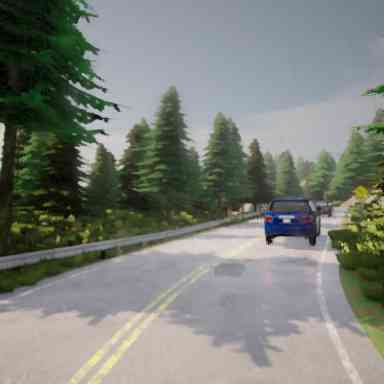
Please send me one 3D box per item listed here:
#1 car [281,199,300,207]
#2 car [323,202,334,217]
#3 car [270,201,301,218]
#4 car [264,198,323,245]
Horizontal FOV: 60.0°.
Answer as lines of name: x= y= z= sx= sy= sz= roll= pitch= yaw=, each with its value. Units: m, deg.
car: x=21.846 y=2.474 z=73.874 sx=1.882 sy=1.535 sz=5.008 roll=2 pitch=-6 yaw=-10
car: x=13.067 y=1.698 z=33.396 sx=1.812 sy=1.442 sz=4.674 roll=-2 pitch=-1 yaw=26
car: x=9.702 y=1.742 z=34.262 sx=2.128 sy=1.511 sz=4.902 roll=-2 pitch=-1 yaw=26
car: x=4.962 y=1.291 z=16.127 sx=2.150 sy=2.045 sz=5.566 roll=-1 pitch=-1 yaw=23
